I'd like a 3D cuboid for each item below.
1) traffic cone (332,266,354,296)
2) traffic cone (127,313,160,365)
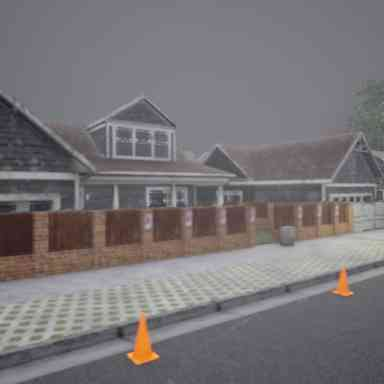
[{"bbox_3d":[3.373,1.953,7.413,0.340,0.580,0.340,0,0,-36],"label":"traffic cone"},{"bbox_3d":[-0.665,1.949,4.531,0.340,0.580,0.340,0,0,-35],"label":"traffic cone"}]
